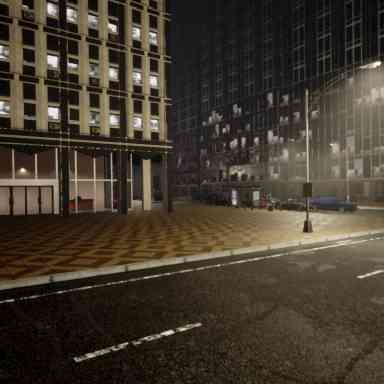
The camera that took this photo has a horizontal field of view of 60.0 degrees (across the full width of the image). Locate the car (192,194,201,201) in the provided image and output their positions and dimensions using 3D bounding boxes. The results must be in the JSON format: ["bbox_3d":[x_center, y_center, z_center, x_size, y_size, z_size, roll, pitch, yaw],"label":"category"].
[{"bbox_3d":[1.668,1.038,63.539,1.802,1.307,4.206,-1,1,-35],"label":"car"}]

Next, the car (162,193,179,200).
[{"bbox_3d":[-4.780,0.931,72.901,1.802,1.307,4.206,-1,1,-35],"label":"car"}]

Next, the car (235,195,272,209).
[{"bbox_3d":[7.570,1.384,40.003,1.802,1.307,4.206,-1,1,-35],"label":"car"}]

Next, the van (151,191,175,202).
[{"bbox_3d":[-5.233,0.933,58.784,1.690,1.788,3.998,-1,1,-35],"label":"van"}]

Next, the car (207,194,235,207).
[{"bbox_3d":[4.394,1.316,44.716,1.947,1.339,4.313,-1,1,-35],"label":"car"}]

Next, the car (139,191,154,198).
[{"bbox_3d":[-11.230,0.681,82.259,1.967,1.590,4.097,0,1,-35],"label":"car"}]

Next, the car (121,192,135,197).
[{"bbox_3d":[-17.678,0.683,91.621,2.008,1.369,4.403,0,1,-35],"label":"car"}]

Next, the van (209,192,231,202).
[{"bbox_3d":[4.892,0.850,58.855,1.690,1.788,3.998,-1,1,-35],"label":"van"}]

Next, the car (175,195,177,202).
[{"bbox_3d":[-4.538,1.052,62.498,1.812,1.442,4.674,-1,1,-34],"label":"car"}]

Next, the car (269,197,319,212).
[{"bbox_3d":[10.781,1.420,35.311,1.947,1.339,4.313,-1,1,-35],"label":"car"}]

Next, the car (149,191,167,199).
[{"bbox_3d":[-8.005,0.610,77.578,2.192,1.841,5.009,-1,1,-35],"label":"car"}]

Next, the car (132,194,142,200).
[{"bbox_3d":[-11.682,1.035,68.147,2.008,1.369,4.403,0,1,-35],"label":"car"}]

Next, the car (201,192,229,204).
[{"bbox_3d":[3.877,1.016,50.124,2.097,1.767,4.553,-1,1,-34],"label":"car"}]

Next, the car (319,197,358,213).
[{"bbox_3d":[14.577,1.313,34.578,1.882,1.535,5.008,-1,1,-35],"label":"car"}]
